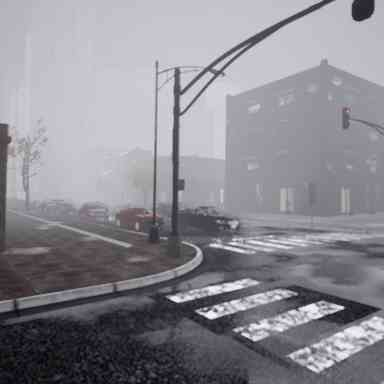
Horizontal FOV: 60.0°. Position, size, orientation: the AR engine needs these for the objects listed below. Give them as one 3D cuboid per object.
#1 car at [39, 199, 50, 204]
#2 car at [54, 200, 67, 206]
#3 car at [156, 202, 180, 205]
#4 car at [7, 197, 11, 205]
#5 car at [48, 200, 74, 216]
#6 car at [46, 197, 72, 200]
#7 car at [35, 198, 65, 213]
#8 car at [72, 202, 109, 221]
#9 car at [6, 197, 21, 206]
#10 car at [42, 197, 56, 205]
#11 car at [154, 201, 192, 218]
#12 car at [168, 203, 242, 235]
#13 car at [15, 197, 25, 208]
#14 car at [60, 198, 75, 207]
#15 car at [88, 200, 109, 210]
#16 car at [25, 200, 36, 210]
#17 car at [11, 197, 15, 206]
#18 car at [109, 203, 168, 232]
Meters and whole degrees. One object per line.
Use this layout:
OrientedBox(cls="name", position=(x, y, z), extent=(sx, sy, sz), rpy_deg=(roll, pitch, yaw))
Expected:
OrientedBox(cls="car", position=(-37.890, 2.401, 85.228), extent=(1.752, 1.417, 4.829), rpy_deg=(1, -1, -35))
OrientedBox(cls="car", position=(-28.286, 2.304, 71.481), extent=(1.802, 1.307, 4.206), rpy_deg=(1, -1, -35))
OrientedBox(cls="car", position=(-2.879, 1.738, 30.567), extent=(2.128, 1.511, 4.902), rpy_deg=(1, -1, -35))
OrientedBox(cls="car", position=(-35.156, 2.130, 66.685), extent=(1.947, 1.339, 4.313), rpy_deg=(1, -1, -35))
OrientedBox(cls="car", position=(-13.636, 1.791, 35.656), extent=(1.947, 1.339, 4.313), rpy_deg=(1, -1, -35))
OrientedBox(cls="car", position=(-19.931, 1.717, 49.611), extent=(1.837, 1.490, 4.892), rpy_deg=(1, -1, -35))
OrientedBox(cls="car", position=(-17.933, 1.842, 41.858), extent=(2.008, 1.369, 4.403), rpy_deg=(1, -1, -35))
OrientedBox(cls="car", position=(-8.481, 1.729, 28.277), extent=(1.802, 1.307, 4.206), rpy_deg=(1, -1, -35))
OrientedBox(cls="car", position=(-38.324, 1.930, 71.223), extent=(2.192, 1.841, 5.009), rpy_deg=(1, -1, -35))
OrientedBox(cls="car", position=(-34.623, 2.138, 80.555), extent=(2.192, 1.841, 5.009), rpy_deg=(1, -1, -35))
OrientedBox(cls="car", position=(-2.029, 1.759, 34.127), extent=(1.967, 1.590, 4.097), rpy_deg=(1, -1, -35))
OrientedBox(cls="car", position=(0.870, 1.582, 19.583), extent=(2.128, 1.511, 4.902), rpy_deg=(1, -1, -33))
OrientedBox(cls="car", position=(-29.000, 2.012, 57.861), extent=(1.887, 1.381, 4.507), rpy_deg=(1, -1, -35))
OrientedBox(cls="car", position=(-25.117, 2.112, 66.947), extent=(1.967, 1.590, 4.097), rpy_deg=(1, -1, -35))
OrientedBox(cls="car", position=(-14.709, 2.036, 52.170), extent=(1.752, 1.417, 4.829), rpy_deg=(1, -1, -35))
OrientedBox(cls="car", position=(-22.608, 1.890, 48.620), extent=(1.752, 1.417, 4.829), rpy_deg=(1, -1, -35))
OrientedBox(cls="car", position=(-31.987, 2.080, 62.149), extent=(1.947, 1.339, 4.313), rpy_deg=(1, -1, -35))
OrientedBox(cls="car", position=(-3.325, 1.614, 20.899), extent=(1.887, 1.381, 4.507), rpy_deg=(1, -1, -35))
